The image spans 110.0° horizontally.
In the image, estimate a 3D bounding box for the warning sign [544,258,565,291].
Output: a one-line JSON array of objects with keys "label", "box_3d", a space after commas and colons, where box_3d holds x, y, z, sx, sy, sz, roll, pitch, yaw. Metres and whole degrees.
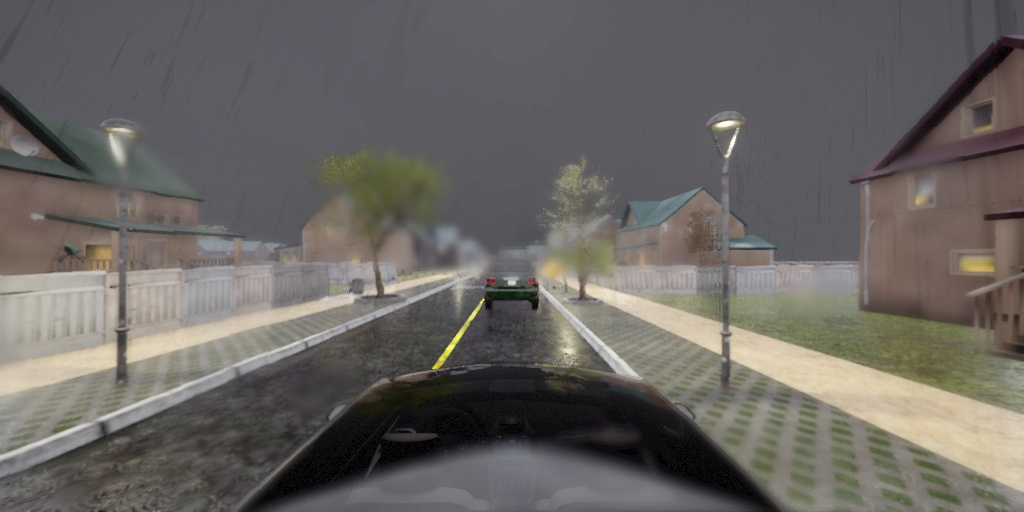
[{"label": "warning sign", "box_3d": [2.506, 1.058, 21.195, 1.300, 1.860, 1.060, 0, 0, 0]}]

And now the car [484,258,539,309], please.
[{"label": "car", "box_3d": [-0.007, 1.104, 15.871, 2.150, 2.045, 5.566, 0, 0, 0]}]
